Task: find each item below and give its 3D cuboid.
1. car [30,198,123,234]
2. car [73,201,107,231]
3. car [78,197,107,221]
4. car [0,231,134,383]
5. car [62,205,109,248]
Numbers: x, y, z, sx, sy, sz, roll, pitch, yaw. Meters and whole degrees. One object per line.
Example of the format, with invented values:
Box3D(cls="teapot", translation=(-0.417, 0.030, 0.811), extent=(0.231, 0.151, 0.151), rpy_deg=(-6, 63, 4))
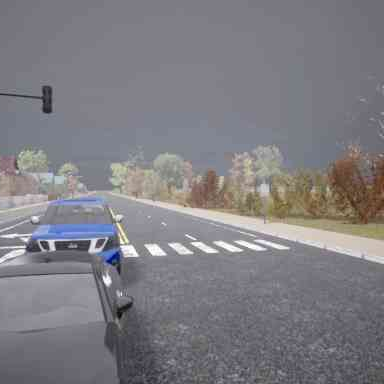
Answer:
Box3D(cls="car", translation=(-3.360, 1.218, 9.982), extent=(2.150, 2.045, 5.566), rpy_deg=(0, 0, -15))
Box3D(cls="car", translation=(-6.600, 1.466, 21.795), extent=(1.882, 1.535, 5.008), rpy_deg=(0, 0, -15))
Box3D(cls="car", translation=(-8.167, 1.336, 27.527), extent=(2.097, 1.767, 4.553), rpy_deg=(0, 0, -15))
Box3D(cls="car", translation=(-1.713, 1.524, 3.895), extent=(1.812, 1.442, 4.674), rpy_deg=(0, 0, -13))
Box3D(cls="car", translation=(-5.025, 1.498, 16.052), extent=(1.837, 1.490, 4.892), rpy_deg=(0, 0, -15))
